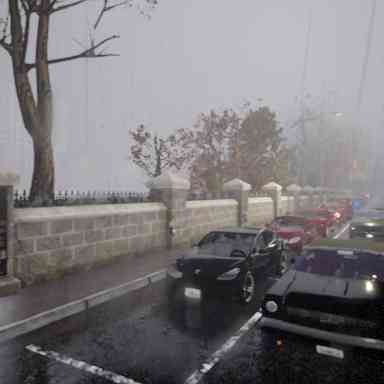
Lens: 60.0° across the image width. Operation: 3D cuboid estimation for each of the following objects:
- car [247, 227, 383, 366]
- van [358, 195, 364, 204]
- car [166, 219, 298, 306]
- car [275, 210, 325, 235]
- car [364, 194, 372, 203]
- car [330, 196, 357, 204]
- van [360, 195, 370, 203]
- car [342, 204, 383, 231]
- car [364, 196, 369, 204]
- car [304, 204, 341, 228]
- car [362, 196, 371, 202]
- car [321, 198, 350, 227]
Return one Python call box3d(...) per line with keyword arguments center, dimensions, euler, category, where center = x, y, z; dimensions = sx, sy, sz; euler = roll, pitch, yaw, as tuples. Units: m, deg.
box3d(center=(2.732, 1.605, 5.913), dimensions=(1.895, 1.301, 4.718), euler=(0, 0, 29), category="car")
box3d(center=(20.607, 1.420, 42.508), dimensions=(1.690, 1.788, 3.998), euler=(0, 0, 30), category="van")
box3d(center=(1.092, 1.568, 8.269), dimensions=(1.947, 1.339, 4.313), euler=(0, 0, 30), category="car")
box3d(center=(3.880, 1.589, 13.161), dimensions=(1.802, 1.307, 4.206), euler=(0, 0, 30), category="car")
box3d(center=(31.759, 1.452, 62.073), dimensions=(2.192, 1.841, 5.009), euler=(0, 0, 30), category="car")
box3d(center=(12.242, 1.354, 27.833), dimensions=(2.192, 1.841, 5.009), euler=(0, 0, 30), category="car")
box3d(center=(37.334, 1.514, 71.856), dimensions=(1.690, 1.788, 3.998), euler=(0, 0, 30), category="van")
box3d(center=(9.217, 1.566, 17.087), dimensions=(2.033, 1.411, 5.357), euler=(0, 0, 30), category="car")
box3d(center=(26.182, 1.672, 52.291), dimensions=(1.947, 1.339, 4.313), euler=(0, 0, 30), category="car")
box3d(center=(6.667, 1.559, 18.050), dimensions=(1.887, 1.381, 4.507), euler=(0, 0, 30), category="car")
box3d(center=(42.910, 1.757, 81.640), dimensions=(1.887, 1.381, 4.507), euler=(0, 0, 30), category="car")
box3d(center=(9.454, 1.466, 22.940), dimensions=(1.967, 1.590, 4.097), euler=(0, 0, 30), category="car")
